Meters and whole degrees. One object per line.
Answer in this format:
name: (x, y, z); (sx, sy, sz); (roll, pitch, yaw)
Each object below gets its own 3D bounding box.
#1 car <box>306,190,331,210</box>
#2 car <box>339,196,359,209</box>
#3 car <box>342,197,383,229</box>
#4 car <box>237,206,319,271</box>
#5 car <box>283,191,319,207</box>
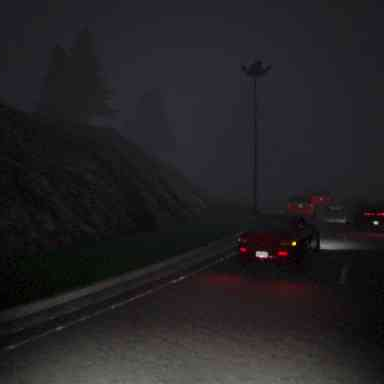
car: (12.991, 0.776, 35.645); (2.150, 2.045, 5.566); (0, 1, 3)
car: (16.291, 1.142, 32.702); (2.033, 1.411, 5.357); (0, 1, 5)
car: (10.099, 1.268, 19.201); (1.837, 1.490, 4.892); (0, 1, 18)
car: (2.839, 1.392, 10.478); (1.812, 1.442, 4.674); (1, 1, 28)
car: (8.297, 1.026, 25.987); (2.097, 1.767, 4.553); (0, 1, 13)
